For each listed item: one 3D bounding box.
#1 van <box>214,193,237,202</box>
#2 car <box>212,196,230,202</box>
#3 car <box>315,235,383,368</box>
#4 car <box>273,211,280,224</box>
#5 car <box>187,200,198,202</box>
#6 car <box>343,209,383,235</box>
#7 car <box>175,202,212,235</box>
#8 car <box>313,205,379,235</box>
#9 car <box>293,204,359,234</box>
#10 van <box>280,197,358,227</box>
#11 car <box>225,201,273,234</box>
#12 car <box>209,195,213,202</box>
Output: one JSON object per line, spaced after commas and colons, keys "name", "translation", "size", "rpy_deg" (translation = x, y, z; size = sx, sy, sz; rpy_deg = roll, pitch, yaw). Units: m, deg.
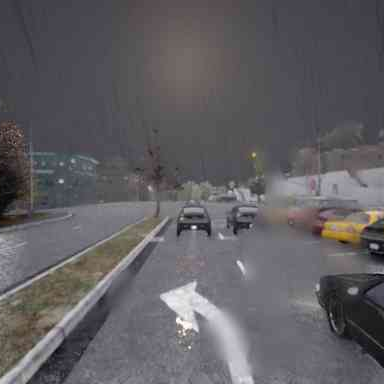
{"name": "van", "translation": [7.959, 1.358, 75.578], "size": [4.442, 1.987, 1.878], "rpy_deg": [1, -1, -20]}
{"name": "car", "translation": [8.096, 1.924, 93.491], "size": [4.553, 1.767, 2.185], "rpy_deg": [1, -1, -20]}
{"name": "car", "translation": [3.099, 1.545, 3.462], "size": [2.033, 1.411, 5.357], "rpy_deg": [0, 0, 0]}
{"name": "car", "translation": [7.896, 1.516, 23.268], "size": [5.366, 1.575, 1.946], "rpy_deg": [1, 0, -20]}
{"name": "car", "translation": [0.091, 1.634, 38.797], "size": [1.994, 1.385, 4.181], "rpy_deg": [0, 0, 0]}
{"name": "car", "translation": [8.063, 1.496, 11.405], "size": [4.892, 1.521, 2.231], "rpy_deg": [1, 0, -20]}
{"name": "car", "translation": [0.100, 1.524, 18.995], "size": [1.837, 1.490, 4.892], "rpy_deg": [0, 0, 0]}
{"name": "car", "translation": [8.243, 1.499, 14.453], "size": [5.366, 1.575, 1.946], "rpy_deg": [1, 0, -20]}
{"name": "car", "translation": [8.095, 1.537, 17.382], "size": [4.792, 1.488, 2.163], "rpy_deg": [1, 0, -20]}
{"name": "van", "translation": [7.963, 1.287, 20.310], "size": [4.442, 1.987, 1.878], "rpy_deg": [1, 0, -20]}
{"name": "car", "translation": [3.099, 1.525, 19.502], "size": [1.837, 1.490, 4.892], "rpy_deg": [0, 0, 0]}
{"name": "car", "translation": [7.892, 1.810, 84.481], "size": [5.366, 1.575, 1.946], "rpy_deg": [1, -1, -20]}
